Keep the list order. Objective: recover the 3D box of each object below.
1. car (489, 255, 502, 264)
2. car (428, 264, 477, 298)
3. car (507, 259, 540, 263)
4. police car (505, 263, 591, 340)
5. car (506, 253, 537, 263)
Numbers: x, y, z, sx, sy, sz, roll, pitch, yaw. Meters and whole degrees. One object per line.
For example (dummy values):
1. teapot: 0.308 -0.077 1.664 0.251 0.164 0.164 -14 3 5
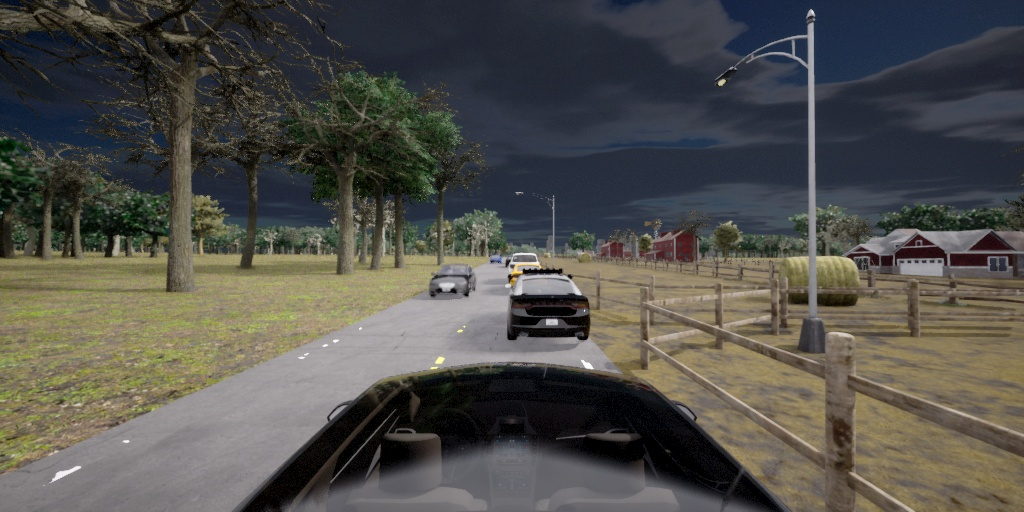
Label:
1. car: -2.700 0.573 59.925 1.882 1.535 5.008 0 1 0
2. car: -2.837 1.166 17.978 2.128 1.511 4.902 0 1 0
3. car: 0.841 1.133 19.910 1.882 1.535 5.008 0 1 0
4. police car: 0.832 1.155 10.019 1.930 1.638 5.238 0 0 0
5. car: 0.846 0.808 25.941 2.150 2.045 5.566 0 1 0
